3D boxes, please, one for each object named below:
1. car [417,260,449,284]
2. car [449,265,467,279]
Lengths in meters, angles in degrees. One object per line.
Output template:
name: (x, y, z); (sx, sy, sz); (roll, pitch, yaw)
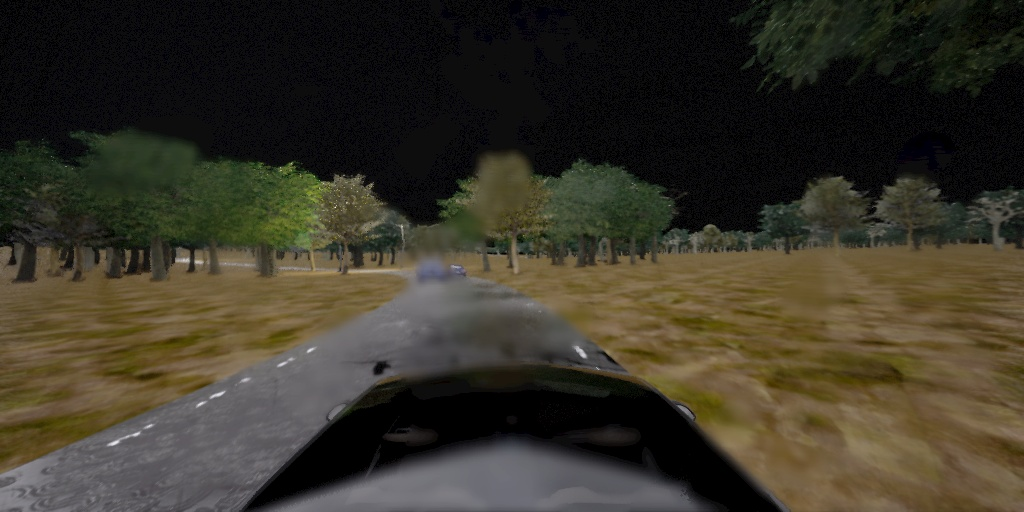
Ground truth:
car: (-7.214, 1.366, 32.315); (2.150, 2.045, 5.566); (-1, -1, -15)
car: (-6.203, 1.694, 39.735); (1.812, 1.442, 4.674); (-1, 0, -18)
